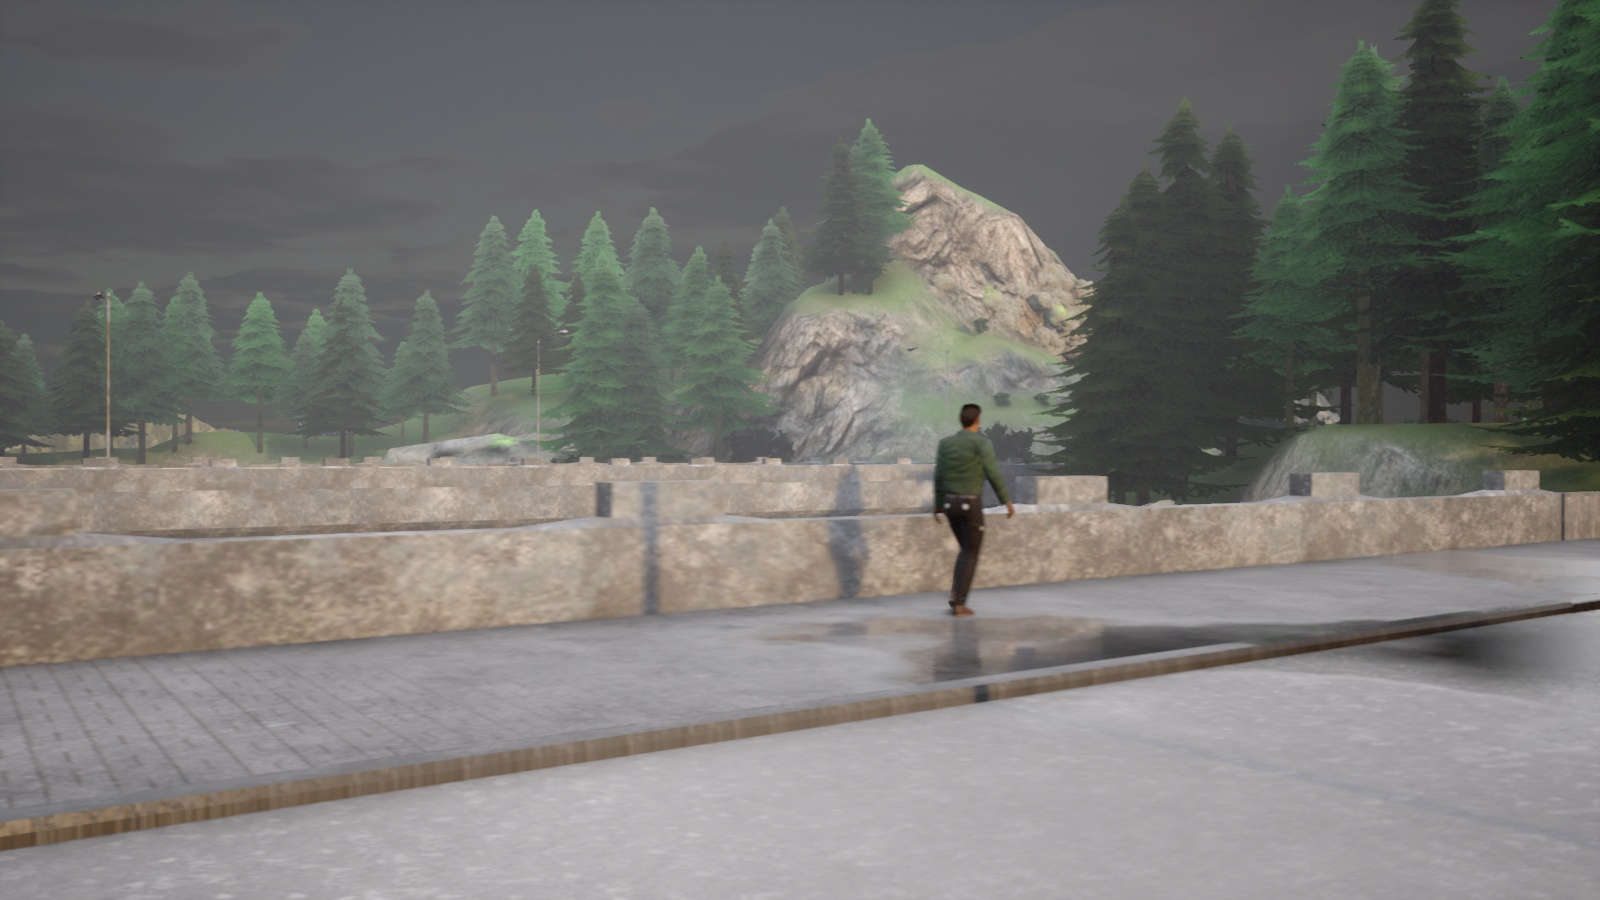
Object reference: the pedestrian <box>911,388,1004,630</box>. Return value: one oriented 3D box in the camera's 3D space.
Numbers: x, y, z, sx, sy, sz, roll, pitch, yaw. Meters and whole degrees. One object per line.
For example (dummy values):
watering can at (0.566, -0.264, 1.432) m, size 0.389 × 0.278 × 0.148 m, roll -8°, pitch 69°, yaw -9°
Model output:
pedestrian at (1.333, 0.478, 10.593) m, size 0.423 × 1.949 × 0.788 m, roll 0°, pitch 0°, yaw 39°
